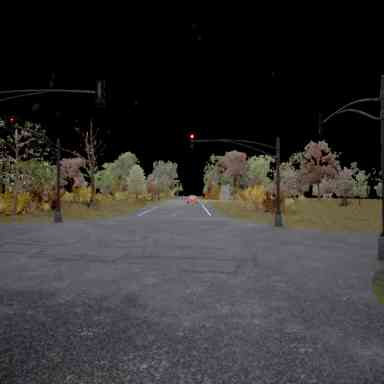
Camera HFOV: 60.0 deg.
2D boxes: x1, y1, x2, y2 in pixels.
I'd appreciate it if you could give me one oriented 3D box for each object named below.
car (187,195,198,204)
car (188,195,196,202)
[{"bbox_3d":[0.094,1.424,67.921,2.097,1.767,4.553,0,0,0],"label":"car"},{"bbox_3d":[0.108,1.450,77.956,1.812,1.442,4.674,0,0,0],"label":"car"}]
